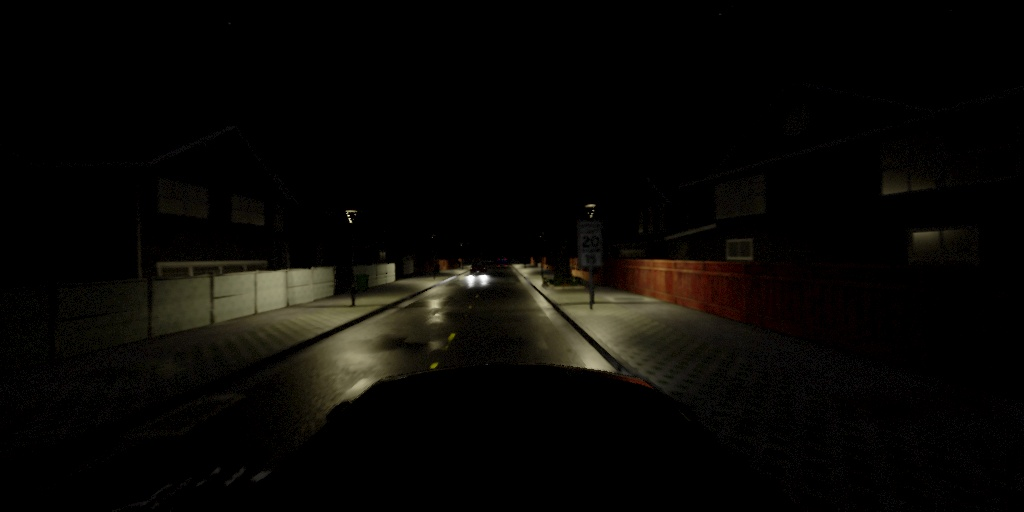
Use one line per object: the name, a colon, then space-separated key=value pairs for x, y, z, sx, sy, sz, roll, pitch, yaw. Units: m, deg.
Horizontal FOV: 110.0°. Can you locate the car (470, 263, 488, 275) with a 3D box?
car: x=-3.814 y=1.408 z=41.581 sx=1.895 sy=1.301 sz=4.718 roll=-1 pitch=0 yaw=-2
